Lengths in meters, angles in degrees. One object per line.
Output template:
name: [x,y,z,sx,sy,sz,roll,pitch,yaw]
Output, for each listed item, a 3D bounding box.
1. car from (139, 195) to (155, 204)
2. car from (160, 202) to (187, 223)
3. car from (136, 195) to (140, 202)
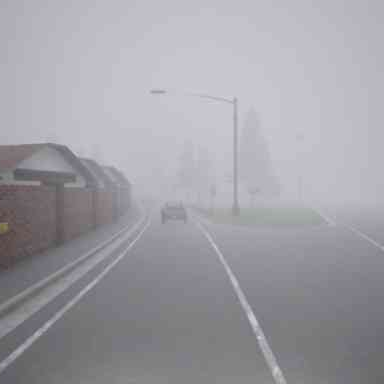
car: [-8.366,1.568,63.895,1.994,1.385,4.181,0,0,-16]
car: [-1.447,1.490,25.656,2.128,1.511,4.902,0,0,-6]
car: [-11.118,1.317,73.206,1.882,1.535,5.008,0,0,-19]
